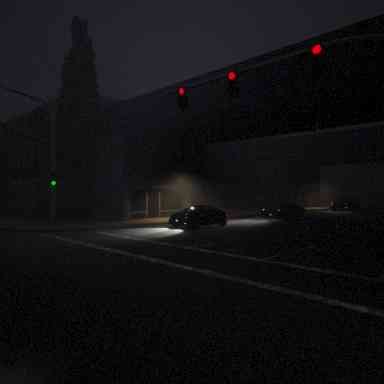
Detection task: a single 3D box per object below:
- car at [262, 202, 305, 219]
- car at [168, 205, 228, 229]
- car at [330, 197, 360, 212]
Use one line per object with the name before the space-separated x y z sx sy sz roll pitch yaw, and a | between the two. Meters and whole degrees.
car | 8.155 1.601 29.526 1.895 1.301 4.718 0 0 44
car | 0.469 1.564 21.743 1.994 1.385 4.181 0 0 45
car | 18.349 1.352 39.814 2.097 1.767 4.553 0 0 45
